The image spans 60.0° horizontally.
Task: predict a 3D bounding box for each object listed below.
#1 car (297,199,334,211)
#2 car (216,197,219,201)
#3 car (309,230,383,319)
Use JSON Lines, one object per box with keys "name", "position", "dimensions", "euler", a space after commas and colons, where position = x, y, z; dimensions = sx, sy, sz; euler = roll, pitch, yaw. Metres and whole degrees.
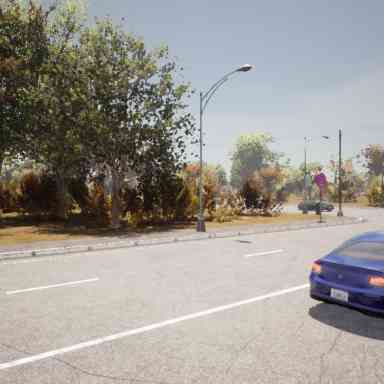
{"name": "car", "position": [14.628, 1.564, 39.470], "dimensions": [1.994, 1.385, 4.181], "euler": [0, 0, -32]}
{"name": "car", "position": [3.432, 1.448, 57.180], "dimensions": [1.812, 1.442, 4.674], "euler": [0, 1, -32]}
{"name": "car", "position": [4.299, 1.526, 6.821], "dimensions": [4.674, 1.442, 1.812], "euler": [0, 0, -36]}
